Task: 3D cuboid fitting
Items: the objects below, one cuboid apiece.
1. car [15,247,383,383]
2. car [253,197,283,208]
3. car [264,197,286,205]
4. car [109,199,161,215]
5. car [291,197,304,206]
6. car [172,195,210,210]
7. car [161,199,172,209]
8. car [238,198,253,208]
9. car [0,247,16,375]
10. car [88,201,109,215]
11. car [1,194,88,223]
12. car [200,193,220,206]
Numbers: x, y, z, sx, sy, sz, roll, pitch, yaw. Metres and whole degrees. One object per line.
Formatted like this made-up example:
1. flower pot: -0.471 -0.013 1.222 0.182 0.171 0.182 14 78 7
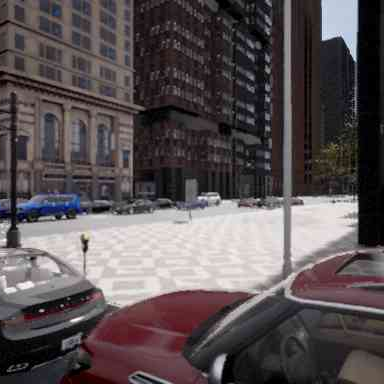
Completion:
1. car: 1.336 1.315 2.006 5.009 1.841 2.192 0 0 35
2. car: 10.702 1.442 45.757 1.837 1.490 4.892 0 0 36
3. car: 14.077 1.501 56.156 1.895 1.301 4.718 0 0 36
4. car: -5.768 1.481 34.115 1.837 1.490 4.892 0 0 36
5. car: 16.705 1.471 54.244 1.994 1.385 4.181 0 0 36
6. car: -0.057 1.476 42.107 1.812 1.442 4.674 0 0 36
7. car: -4.024 1.551 42.146 1.895 1.301 4.718 0 0 36
8. car: 8.295 1.493 47.983 1.994 1.385 4.181 0 0 37
9. car: -3.224 1.563 5.258 4.403 1.369 2.008 0 0 35
10. car: -9.808 1.577 34.053 1.895 1.301 4.718 0 0 36
11. car: -11.424 1.223 26.213 2.150 2.045 5.566 0 0 34
12. car: 2.238 1.142 50.838 2.150 2.045 5.566 0 0 36
